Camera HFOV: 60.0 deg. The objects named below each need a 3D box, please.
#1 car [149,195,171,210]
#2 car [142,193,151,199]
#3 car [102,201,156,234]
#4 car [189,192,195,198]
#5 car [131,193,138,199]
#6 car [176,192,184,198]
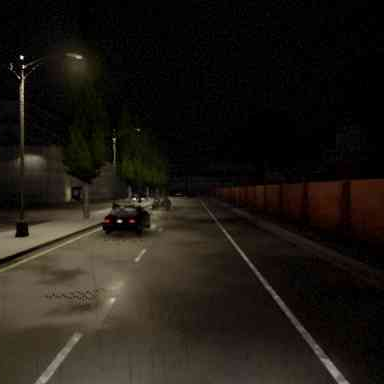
[{"bbox_3d":[-3.402,1.271,37.882,2.033,1.411,5.357,0,0,0],"label":"car"},{"bbox_3d":[-11.504,0.925,84.599,2.033,1.411,5.357,0,0,0],"label":"car"},{"bbox_3d":[-3.401,1.415,18.139,2.033,1.411,5.357,0,0,0],"label":"car"},{"bbox_3d":[-0.004,0.806,93.106,1.837,1.490,4.892,0,0,0],"label":"car"},{"bbox_3d":[-15.004,0.980,84.569,1.895,1.301,4.718,0,0,0],"label":"car"},{"bbox_3d":[-3.504,0.840,92.971,2.128,1.511,4.902,0,0,0],"label":"car"}]
